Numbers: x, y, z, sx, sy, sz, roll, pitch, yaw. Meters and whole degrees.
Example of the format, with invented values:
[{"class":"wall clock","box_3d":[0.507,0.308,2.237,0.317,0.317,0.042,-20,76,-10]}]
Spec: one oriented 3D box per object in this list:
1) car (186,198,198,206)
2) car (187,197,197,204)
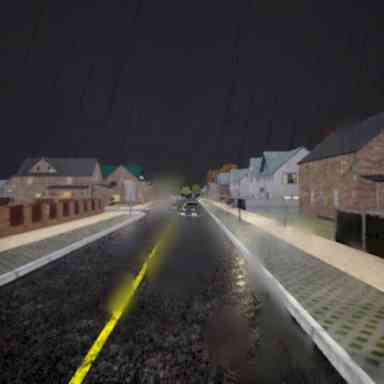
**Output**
[{"class":"car","box_3d":[0.003,1.657,55.333,2.033,1.411,5.357,0,0,0]},{"class":"car","box_3d":[0.003,1.746,65.914,1.895,1.301,4.718,0,0,0]}]
